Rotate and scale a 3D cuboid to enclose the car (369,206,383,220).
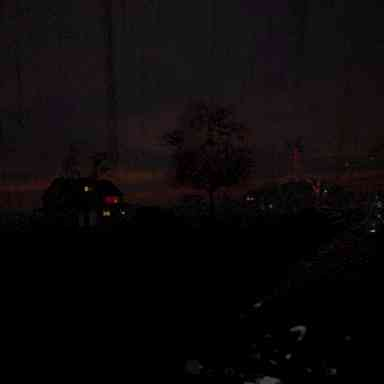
[{"bbox_3d":[21.825,2.423,38.702,2.128,1.511,4.902,-4,-3,31],"label":"car"}]
